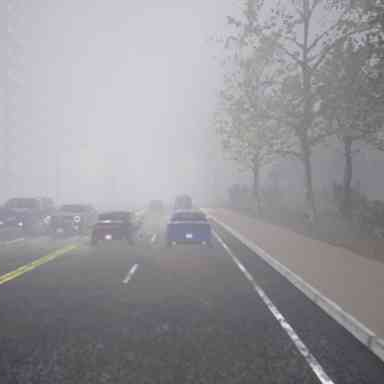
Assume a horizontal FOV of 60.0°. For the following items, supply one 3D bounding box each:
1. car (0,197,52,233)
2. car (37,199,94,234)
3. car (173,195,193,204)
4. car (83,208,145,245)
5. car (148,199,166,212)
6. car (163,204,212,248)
[{"bbox_3d":[-10.244,1.326,20.507,2.150,2.045,5.566,0,-1,-2],"label":"car"},{"bbox_3d":[-6.972,1.445,19.648,2.097,1.767,4.553,0,0,-2],"label":"car"},{"bbox_3d":[-1.057,1.393,39.760,2.150,2.045,5.566,0,0,-2],"label":"car"},{"bbox_3d":[-3.452,1.579,15.893,1.837,1.490,4.892,0,0,-2],"label":"car"},{"bbox_3d":[-4.375,1.660,41.648,1.882,1.535,5.008,0,0,-2],"label":"car"},{"bbox_3d":[-0.176,1.543,15.202,1.882,1.535,5.008,0,0,-2],"label":"car"}]
